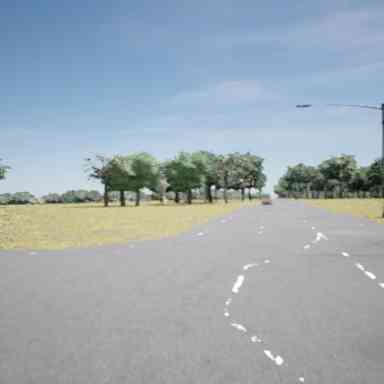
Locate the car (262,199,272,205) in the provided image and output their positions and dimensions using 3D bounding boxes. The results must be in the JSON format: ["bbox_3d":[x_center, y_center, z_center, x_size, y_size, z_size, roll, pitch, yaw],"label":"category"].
[{"bbox_3d":[17.232,2.273,76.589,1.882,1.535,5.008,-2,-1,21],"label":"car"}]
